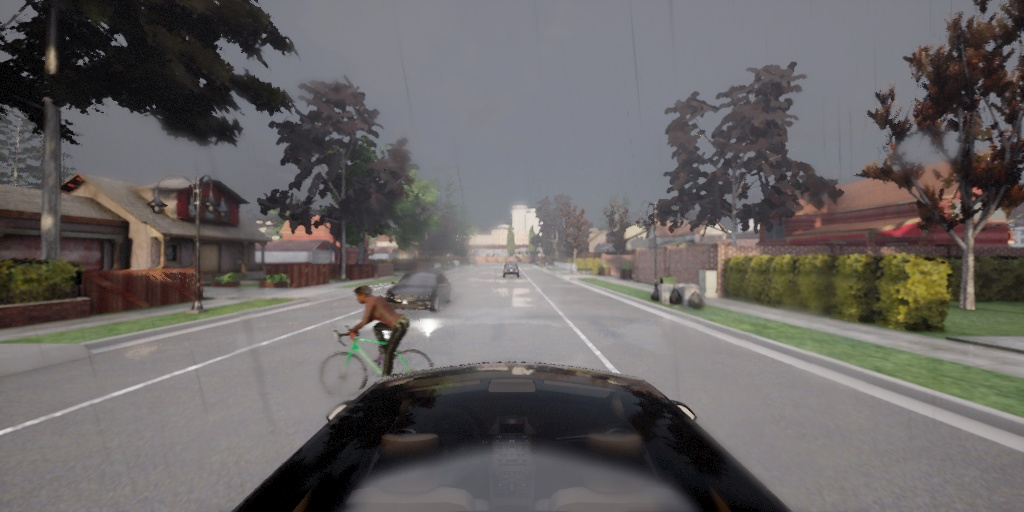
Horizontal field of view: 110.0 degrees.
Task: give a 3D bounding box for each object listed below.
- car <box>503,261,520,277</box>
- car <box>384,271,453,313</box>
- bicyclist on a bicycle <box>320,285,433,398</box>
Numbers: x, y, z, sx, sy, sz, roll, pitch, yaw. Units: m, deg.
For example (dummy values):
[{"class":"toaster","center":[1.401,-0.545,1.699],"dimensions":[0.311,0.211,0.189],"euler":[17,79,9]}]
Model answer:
[{"class":"car","center":[-0.082,1.638,41.274],"dimensions":[2.033,1.411,5.357],"euler":[0,0,0]},{"class":"car","center":[-3.621,1.372,14.591],"dimensions":[1.837,1.490,4.892],"euler":[0,-1,0]},{"class":"bicyclist on a bicycle","center":[-1.952,1.236,5.149],"dimensions":[1.656,1.620,0.582],"euler":[-2,0,0]}]
